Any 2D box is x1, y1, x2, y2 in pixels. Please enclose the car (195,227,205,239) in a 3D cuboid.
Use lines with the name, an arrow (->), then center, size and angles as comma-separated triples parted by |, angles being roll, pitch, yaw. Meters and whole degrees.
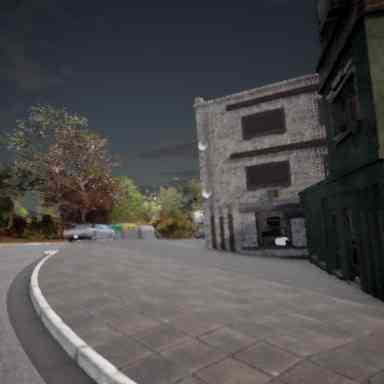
car -> 2.145, 5.820, 47.552 | 2.097, 1.767, 4.553 | -6, -9, 22

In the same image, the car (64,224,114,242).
car -> -7.826, 3.208, 25.910 | 1.895, 1.301, 4.718 | -5, -9, 12
